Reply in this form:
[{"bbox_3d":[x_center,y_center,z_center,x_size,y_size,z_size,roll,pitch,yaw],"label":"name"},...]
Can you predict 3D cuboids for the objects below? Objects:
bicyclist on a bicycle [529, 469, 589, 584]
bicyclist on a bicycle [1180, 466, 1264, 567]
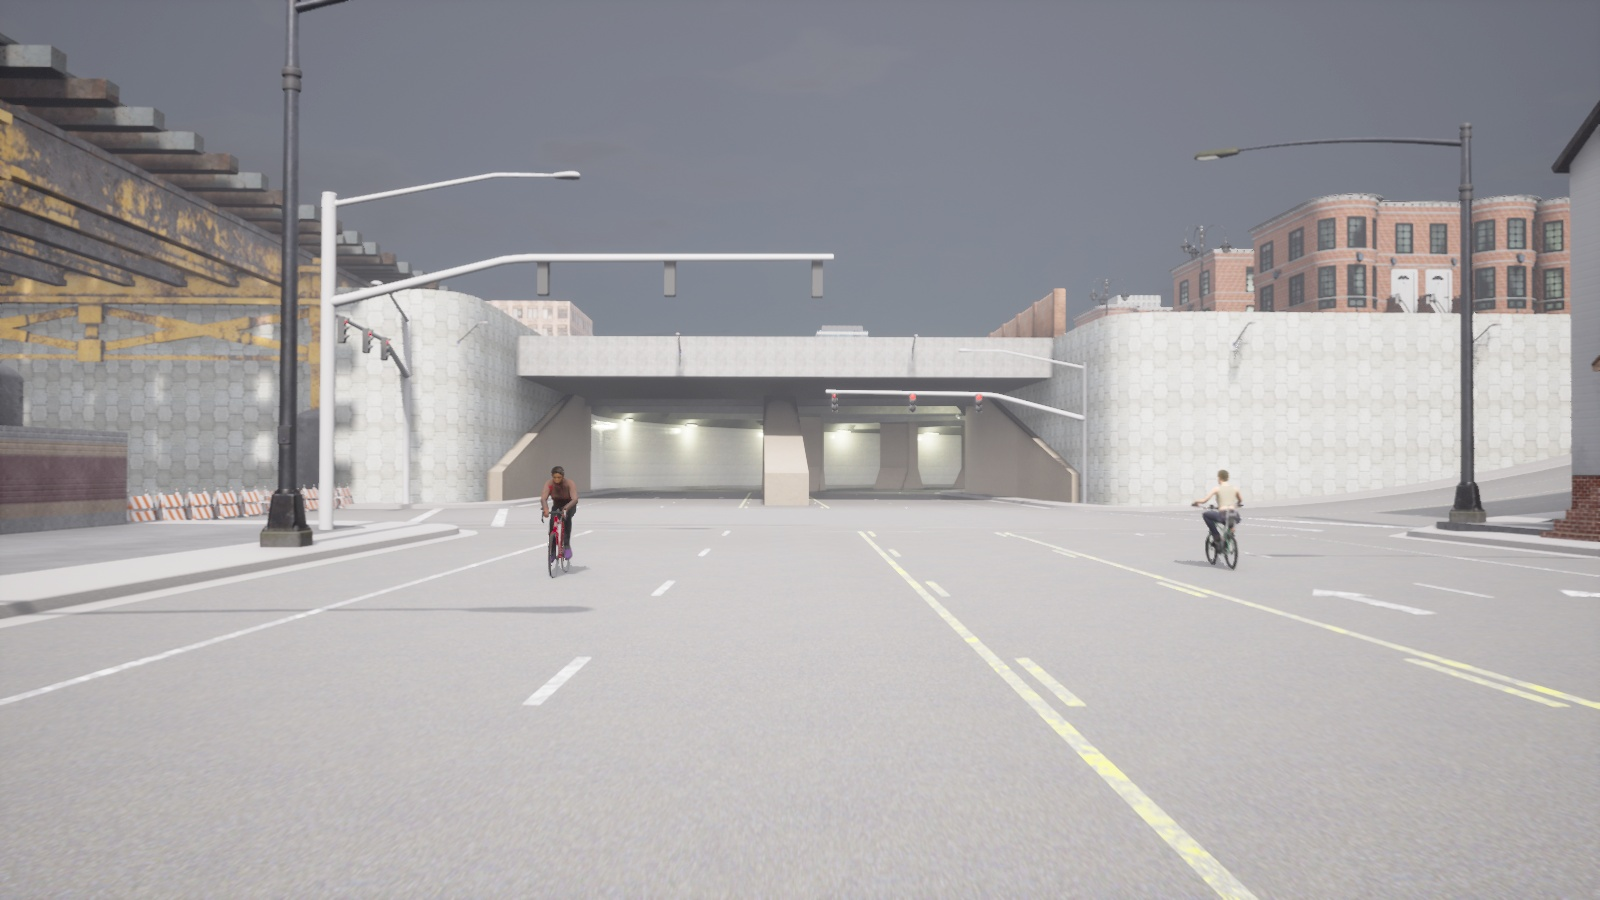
[{"bbox_3d":[-3.545,1.097,18.584,0.582,1.620,1.656,0,-1,0],"label":"bicyclist on a bicycle"},{"bbox_3d":[6.958,1.076,20.795,0.866,1.612,1.509,0,-1,0],"label":"bicyclist on a bicycle"}]
